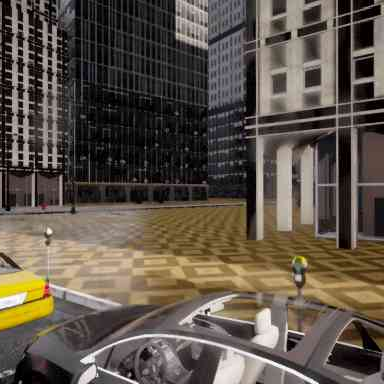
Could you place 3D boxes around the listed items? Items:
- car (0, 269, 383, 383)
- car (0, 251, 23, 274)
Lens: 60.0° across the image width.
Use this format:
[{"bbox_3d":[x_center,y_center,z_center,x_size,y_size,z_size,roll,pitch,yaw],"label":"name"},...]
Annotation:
[{"bbox_3d":[0.273,1.551,2.683,4.403,1.369,2.008,0,0,36],"label":"car"},{"bbox_3d":[-4.480,1.525,6.079,4.829,1.417,1.752,0,0,36],"label":"car"}]
